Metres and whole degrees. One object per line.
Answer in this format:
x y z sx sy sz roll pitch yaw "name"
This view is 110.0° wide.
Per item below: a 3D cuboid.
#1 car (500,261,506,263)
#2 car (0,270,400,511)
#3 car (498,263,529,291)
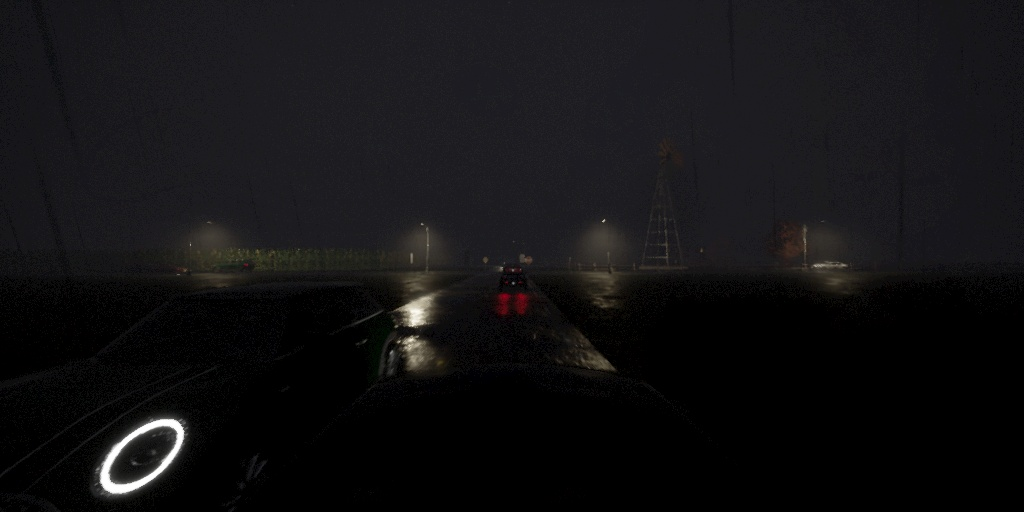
0.103 1.477 38.480 2.097 1.767 4.553 0 0 0 "car"
-2.850 1.124 3.880 2.097 1.767 4.553 0 -1 0 "car"
0.091 1.473 24.138 2.128 1.511 4.902 0 -1 0 "car"
